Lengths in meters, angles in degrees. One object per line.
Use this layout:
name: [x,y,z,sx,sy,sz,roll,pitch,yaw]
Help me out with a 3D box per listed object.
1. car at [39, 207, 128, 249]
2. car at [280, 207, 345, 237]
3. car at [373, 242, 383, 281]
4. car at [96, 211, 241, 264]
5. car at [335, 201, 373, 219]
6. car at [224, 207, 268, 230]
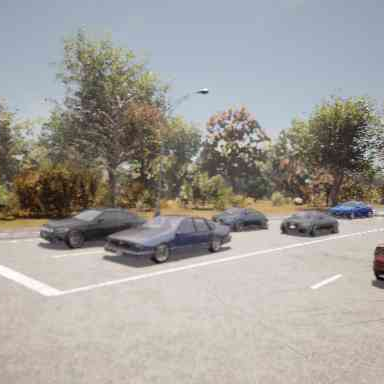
car: [-3.799,1.370,13.790,1.812,1.442,4.674,3,0,42]
car: [7.097,1.805,19.957,4.181,1.385,1.994,1,1,-43]
car: [7.091,1.849,10.087,1.882,1.535,5.008,3,1,44]
car: [-0.567,1.556,12.254,2.033,1.411,5.357,3,0,39]
car: [14.936,1.632,31.037,5.008,1.535,1.882,-1,2,-36]
car: [2.958,1.651,20.830,4.181,1.385,1.994,1,1,-43]
